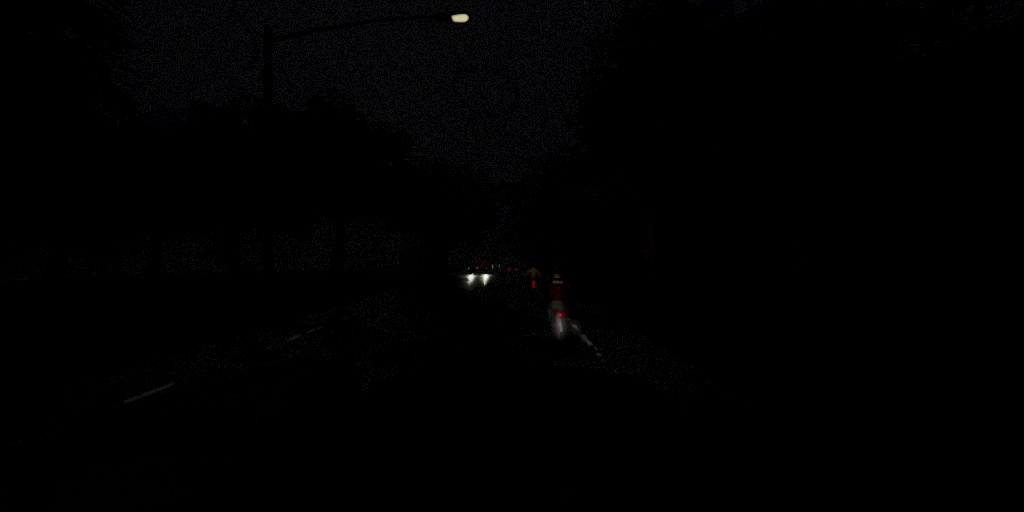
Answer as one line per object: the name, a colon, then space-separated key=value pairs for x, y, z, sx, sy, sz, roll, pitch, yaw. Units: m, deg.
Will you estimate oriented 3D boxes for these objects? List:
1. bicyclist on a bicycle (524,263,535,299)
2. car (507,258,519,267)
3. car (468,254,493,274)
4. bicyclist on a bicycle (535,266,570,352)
bicyclist on a bicycle: x=0.978 y=1.129 z=16.588 sx=0.866 sy=1.612 sz=1.509 roll=0 pitch=0 yaw=0
car: x=0.102 y=1.186 z=58.573 sx=1.895 sy=1.301 sz=4.718 roll=0 pitch=0 yaw=0
car: x=-3.592 y=0.846 z=39.864 sx=2.150 sy=2.045 sz=5.566 roll=0 pitch=0 yaw=0
bicyclist on a bicycle: x=0.963 y=1.096 z=7.952 sx=0.659 sy=1.776 sz=1.843 roll=0 pitch=0 yaw=0
